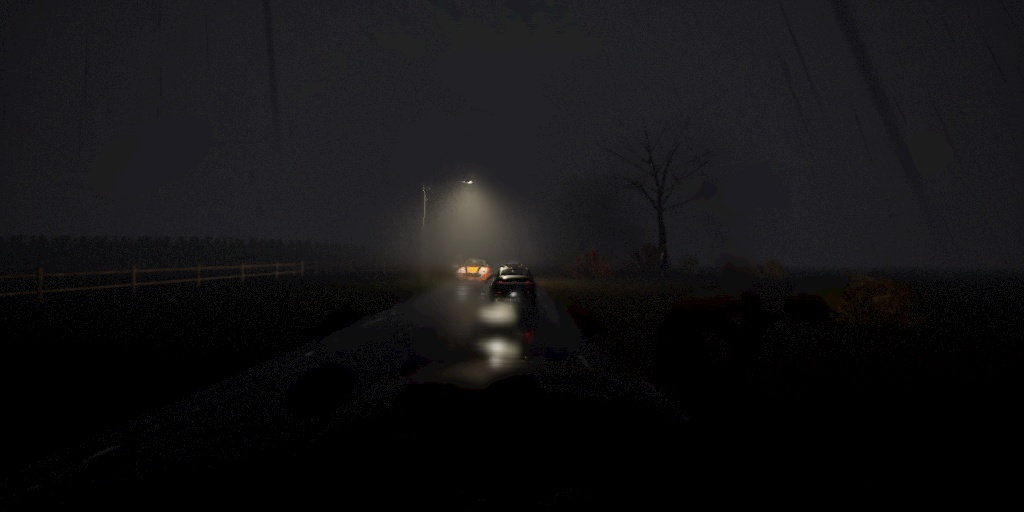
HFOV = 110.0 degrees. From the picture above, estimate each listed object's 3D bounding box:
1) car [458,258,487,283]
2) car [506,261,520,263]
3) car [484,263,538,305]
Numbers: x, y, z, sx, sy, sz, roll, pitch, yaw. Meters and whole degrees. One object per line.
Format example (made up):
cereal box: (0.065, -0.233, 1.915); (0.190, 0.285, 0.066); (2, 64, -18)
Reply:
car: (-2.765, 1.077, 27.264); (2.097, 1.767, 4.553); (0, 0, 0)
car: (0.080, 1.213, 35.836); (2.128, 1.511, 4.902); (0, 0, 0)
car: (0.090, 1.227, 15.895); (2.128, 1.511, 4.902); (0, 0, 0)
